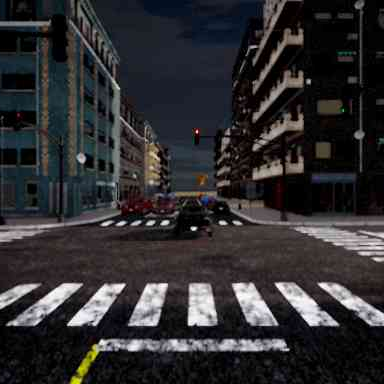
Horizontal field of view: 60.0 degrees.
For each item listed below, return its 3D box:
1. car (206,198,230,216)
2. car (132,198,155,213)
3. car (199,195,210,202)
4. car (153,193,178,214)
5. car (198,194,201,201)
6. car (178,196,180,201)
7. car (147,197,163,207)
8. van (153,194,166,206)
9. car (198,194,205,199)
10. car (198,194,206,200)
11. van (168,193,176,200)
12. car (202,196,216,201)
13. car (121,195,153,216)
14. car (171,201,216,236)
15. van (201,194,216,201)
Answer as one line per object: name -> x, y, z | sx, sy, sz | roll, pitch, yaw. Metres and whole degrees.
car -> 2.591, 1.490, 31.410 | 1.947, 1.339, 4.313 | 0, 0, 0
car -> -5.285, 1.454, 36.968 | 1.887, 1.381, 4.507 | 0, 0, 0
car -> 2.624, 1.365, 70.274 | 2.008, 1.369, 4.403 | 0, 0, 0
car -> -2.821, 1.269, 34.044 | 2.097, 1.767, 4.553 | 0, 0, 0
car -> 2.615, 1.287, 59.170 | 1.967, 1.590, 4.097 | 0, 0, 0
car -> -2.786, 1.360, 51.889 | 2.128, 1.511, 4.902 | 0, 0, 0
car -> -5.275, 1.423, 48.072 | 1.887, 1.381, 4.507 | 0, 0, 0
van -> -5.270, 1.204, 53.624 | 1.690, 1.788, 3.998 | 0, 0, 0
car -> 2.642, 1.289, 92.483 | 1.887, 1.381, 4.507 | 0, 0, 0
car -> 2.637, 1.307, 86.930 | 1.887, 1.381, 4.507 | 0, 0, 0
van -> -5.242, 1.103, 86.936 | 1.690, 1.788, 3.998 | 0, 0, 0
car -> 2.600, 1.476, 42.514 | 1.802, 1.307, 4.206 | 0, 0, 0
car -> -5.289, 1.239, 31.416 | 2.192, 1.841, 5.009 | 0, 0, 0
car -> 0.092, 1.449, 17.867 | 1.837, 1.490, 4.892 | -1, 0, 0
van -> 2.606, 1.220, 48.066 | 1.690, 1.788, 3.998 | 0, 0, 0
